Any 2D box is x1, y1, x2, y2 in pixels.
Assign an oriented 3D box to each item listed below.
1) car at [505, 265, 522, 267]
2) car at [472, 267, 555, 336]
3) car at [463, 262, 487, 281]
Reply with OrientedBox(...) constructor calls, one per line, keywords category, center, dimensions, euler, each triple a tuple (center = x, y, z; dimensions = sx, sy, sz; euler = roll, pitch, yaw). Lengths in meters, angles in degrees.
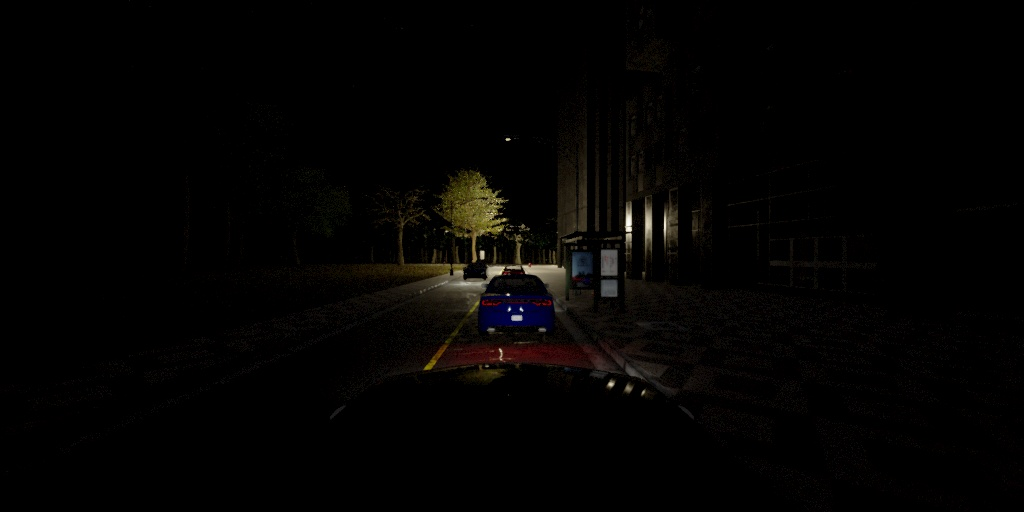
OrientedBox(category="car", center=(0.129, 1.431, 30.274), dimensions=(1.895, 1.301, 4.718), euler=(0, 0, 0))
OrientedBox(category="car", center=(0.110, 1.242, 10.490), dimensions=(1.882, 1.535, 5.008), euler=(0, 0, 0))
OrientedBox(category="car", center=(-3.072, 1.310, 31.181), dimensions=(1.882, 1.535, 5.008), euler=(0, 0, 0))
